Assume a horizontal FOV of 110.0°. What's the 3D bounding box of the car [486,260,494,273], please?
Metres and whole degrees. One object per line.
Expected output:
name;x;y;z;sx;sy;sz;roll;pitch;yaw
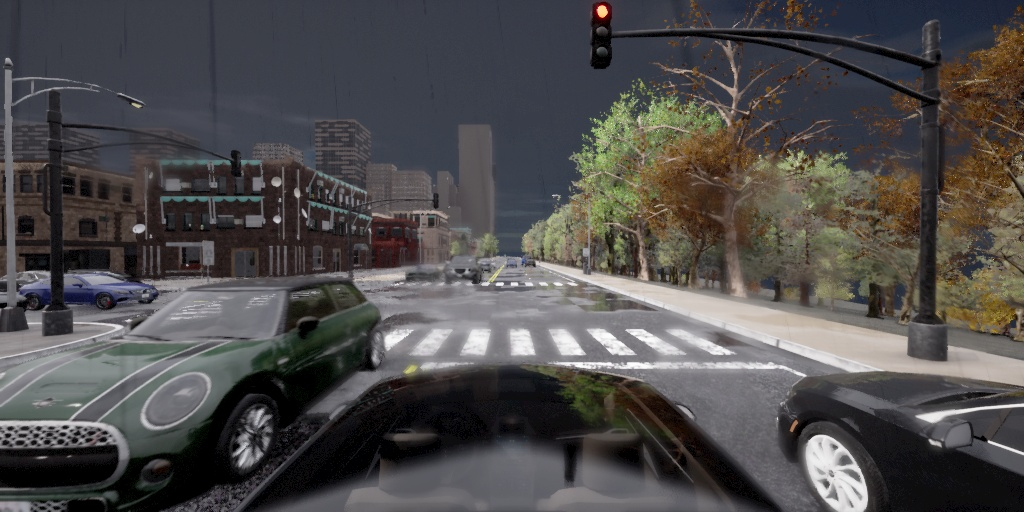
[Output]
car;-3.445;1.301;41.771;1.994;1.385;4.181;0;0;0

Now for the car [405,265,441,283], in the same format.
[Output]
car;-6.662;1.344;27.490;1.895;1.301;4.718;0;0;0

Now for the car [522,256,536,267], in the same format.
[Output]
car;3.203;1.231;63.655;1.837;1.490;4.892;0;0;0

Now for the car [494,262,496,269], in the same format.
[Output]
car;-3.462;1.332;54.339;1.895;1.301;4.718;0;0;0

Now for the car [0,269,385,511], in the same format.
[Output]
car;-3.357;1.101;4.624;2.097;1.767;4.553;0;0;0

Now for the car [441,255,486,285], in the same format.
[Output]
car;-3.413;0.965;26.226;2.150;2.045;5.566;0;0;0

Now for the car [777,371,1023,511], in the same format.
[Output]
car;3.366;1.255;1.255;1.837;1.490;4.892;0;0;-2

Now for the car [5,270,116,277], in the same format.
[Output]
car;-18.095;1.476;15.371;4.674;1.442;1.812;-1;1;-1

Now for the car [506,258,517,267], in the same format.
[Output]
car;-0.047;1.274;63.953;2.033;1.411;5.357;0;0;0
